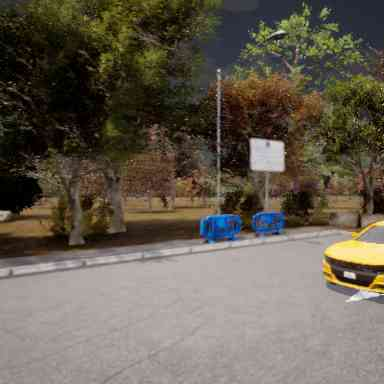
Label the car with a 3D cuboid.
[{"bbox_3d":[5.354,1.478,8.408,5.008,1.535,1.882,0,0,-35],"label":"car"}]
